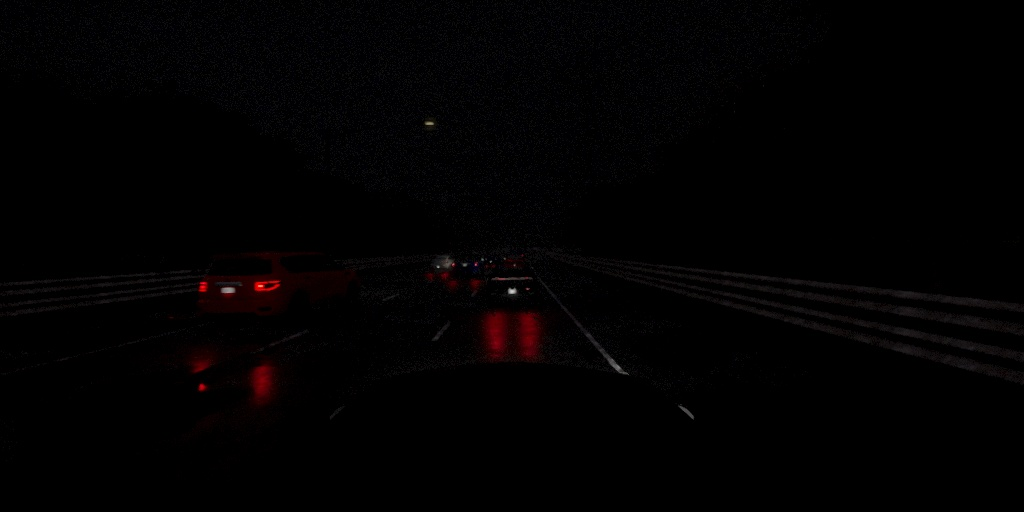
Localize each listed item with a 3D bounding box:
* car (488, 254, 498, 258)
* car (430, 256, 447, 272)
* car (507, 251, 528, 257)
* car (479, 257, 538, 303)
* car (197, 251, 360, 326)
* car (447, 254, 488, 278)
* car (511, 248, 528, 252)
[{"bbox_3d":[-2.654,0.423,49.139,1.895,1.301,4.718,-1,1,2],"label":"car"},{"bbox_3d":[-6.598,0.702,34.650,1.812,1.442,4.674,-1,1,1],"label":"car"},{"bbox_3d":[0.268,0.591,32.886,1.882,1.535,5.008,-1,1,1],"label":"car"},{"bbox_3d":[0.019,0.966,14.860,2.128,1.511,4.902,-1,1,0],"label":"car"},{"bbox_3d":[-6.918,0.867,11.432,2.150,2.045,5.566,-1,1,0],"label":"car"},{"bbox_3d":[-3.248,0.630,27.157,2.097,1.767,4.553,-1,1,1],"label":"car"},{"bbox_3d":[0.754,0.002,48.846,2.150,2.045,5.566,-1,1,2],"label":"car"}]
